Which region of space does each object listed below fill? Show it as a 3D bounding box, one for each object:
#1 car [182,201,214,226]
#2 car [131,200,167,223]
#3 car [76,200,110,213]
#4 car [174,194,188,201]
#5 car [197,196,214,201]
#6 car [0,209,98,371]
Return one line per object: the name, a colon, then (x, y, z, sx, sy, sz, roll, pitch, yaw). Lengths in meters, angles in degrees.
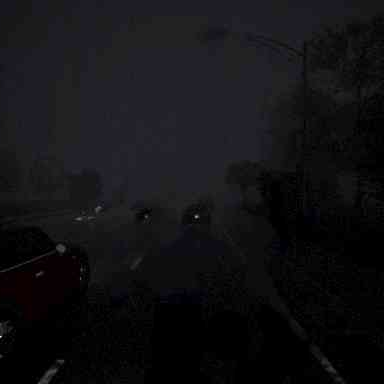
car: (0.367, 1.559, 23.410, 1.994, 1.385, 4.181, 0, 0, 2)
car: (-3.061, 1.518, 25.480, 1.812, 1.442, 4.674, 0, 0, 2)
car: (-9.854, 1.534, 33.361, 2.033, 1.411, 5.357, 0, 0, 4)
car: (-2.355, 1.287, 73.699, 1.837, 1.490, 4.892, 0, 0, 18)
car: (1.719, 1.345, 42.190, 2.097, 1.767, 4.553, 0, 0, 6)
car: (-3.395, 1.350, 5.791, 2.097, 1.767, 4.553, 0, 0, 0)
